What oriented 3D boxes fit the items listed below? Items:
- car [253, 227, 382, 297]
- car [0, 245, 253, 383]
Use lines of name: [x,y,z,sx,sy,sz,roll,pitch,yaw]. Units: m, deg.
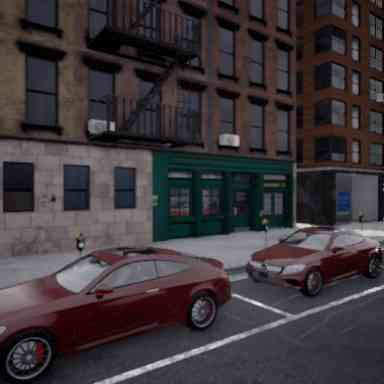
car: [3.273,1.576,8.525,4.206,1.307,1.802,0,0,-36]
car: [-1.218,1.580,5.319,4.206,1.307,1.802,0,0,-36]
